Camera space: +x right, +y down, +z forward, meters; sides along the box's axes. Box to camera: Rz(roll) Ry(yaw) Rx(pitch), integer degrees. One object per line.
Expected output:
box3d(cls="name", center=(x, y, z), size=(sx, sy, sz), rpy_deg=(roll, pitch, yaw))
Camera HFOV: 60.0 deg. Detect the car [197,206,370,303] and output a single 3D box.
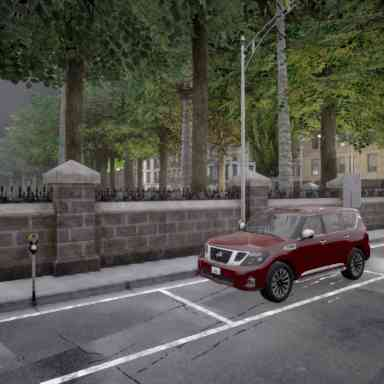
box3d(cls="car", center=(2.532, 1.314, 8.398), size=(5.009, 1.841, 2.192), rpy_deg=(0, 0, -36))
